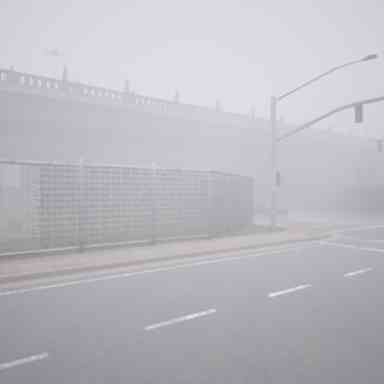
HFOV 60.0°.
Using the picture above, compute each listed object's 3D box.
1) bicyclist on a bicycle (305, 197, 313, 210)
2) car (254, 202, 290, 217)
[{"bbox_3d":[14.422,1.393,40.929,1.656,1.620,0.582,0,0,-36],"label":"bicyclist on a bicycle"},{"bbox_3d":[7.129,1.682,32.249,1.895,1.301,4.718,0,0,-36],"label":"car"}]
